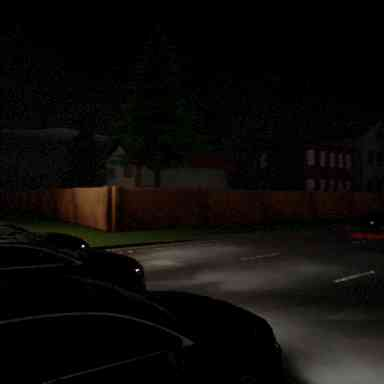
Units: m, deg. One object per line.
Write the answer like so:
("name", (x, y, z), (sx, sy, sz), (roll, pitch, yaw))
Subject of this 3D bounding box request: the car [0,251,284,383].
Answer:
("car", (-1.272, 1.512, 2.838), (4.892, 1.490, 1.837), (0, 0, -35))

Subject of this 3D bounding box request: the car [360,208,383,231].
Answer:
("car", (12.908, 1.738, 21.549), (5.008, 1.535, 1.882), (1, 0, -35))

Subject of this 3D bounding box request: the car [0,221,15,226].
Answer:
("car", (-5.169, 1.500, 8.658), (4.902, 1.511, 2.128), (1, 0, -35))

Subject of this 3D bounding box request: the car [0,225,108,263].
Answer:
("car", (-3.164, 1.499, 5.787), (4.902, 1.511, 2.128), (1, 0, -35))
